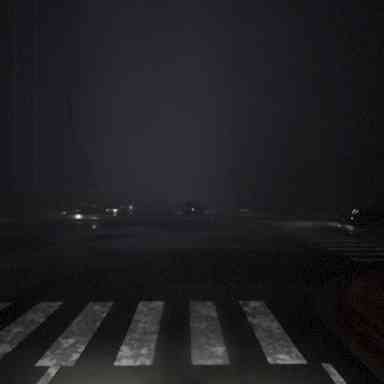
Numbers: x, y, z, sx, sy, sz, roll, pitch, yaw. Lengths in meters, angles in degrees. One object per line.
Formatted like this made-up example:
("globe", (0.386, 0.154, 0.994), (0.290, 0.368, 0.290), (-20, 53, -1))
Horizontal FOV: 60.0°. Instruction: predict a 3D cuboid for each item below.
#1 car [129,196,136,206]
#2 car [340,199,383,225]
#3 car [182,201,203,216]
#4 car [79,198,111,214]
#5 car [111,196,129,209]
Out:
("car", (-10.564, 1.477, 55.924), (1.837, 1.490, 4.892), (0, 0, 1))
("car", (12.582, 1.285, 22.641), (4.553, 1.767, 2.097), (0, 0, 0))
("car", (0.081, 1.549, 32.260), (1.994, 1.385, 4.181), (0, 0, 0))
("car", (-10.610, 1.460, 35.872), (1.882, 1.535, 5.008), (0, 0, 0))
("car", (-10.612, 1.524, 45.802), (2.033, 1.411, 5.357), (0, 0, 0))
